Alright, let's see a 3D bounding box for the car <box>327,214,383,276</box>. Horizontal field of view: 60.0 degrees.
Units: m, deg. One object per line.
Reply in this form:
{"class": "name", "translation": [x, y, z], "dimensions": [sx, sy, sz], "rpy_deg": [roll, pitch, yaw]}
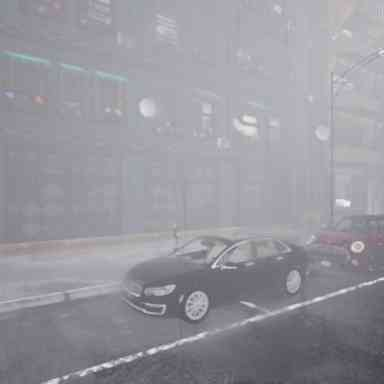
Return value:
{"class": "car", "translation": [5.331, 1.456, 10.370], "dimensions": [4.097, 1.590, 1.967], "rpy_deg": [0, 0, -36]}

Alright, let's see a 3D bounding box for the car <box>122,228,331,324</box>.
{"class": "car", "translation": [0.702, 1.559, 7.060], "dimensions": [4.403, 1.369, 2.008], "rpy_deg": [0, 0, -36]}
